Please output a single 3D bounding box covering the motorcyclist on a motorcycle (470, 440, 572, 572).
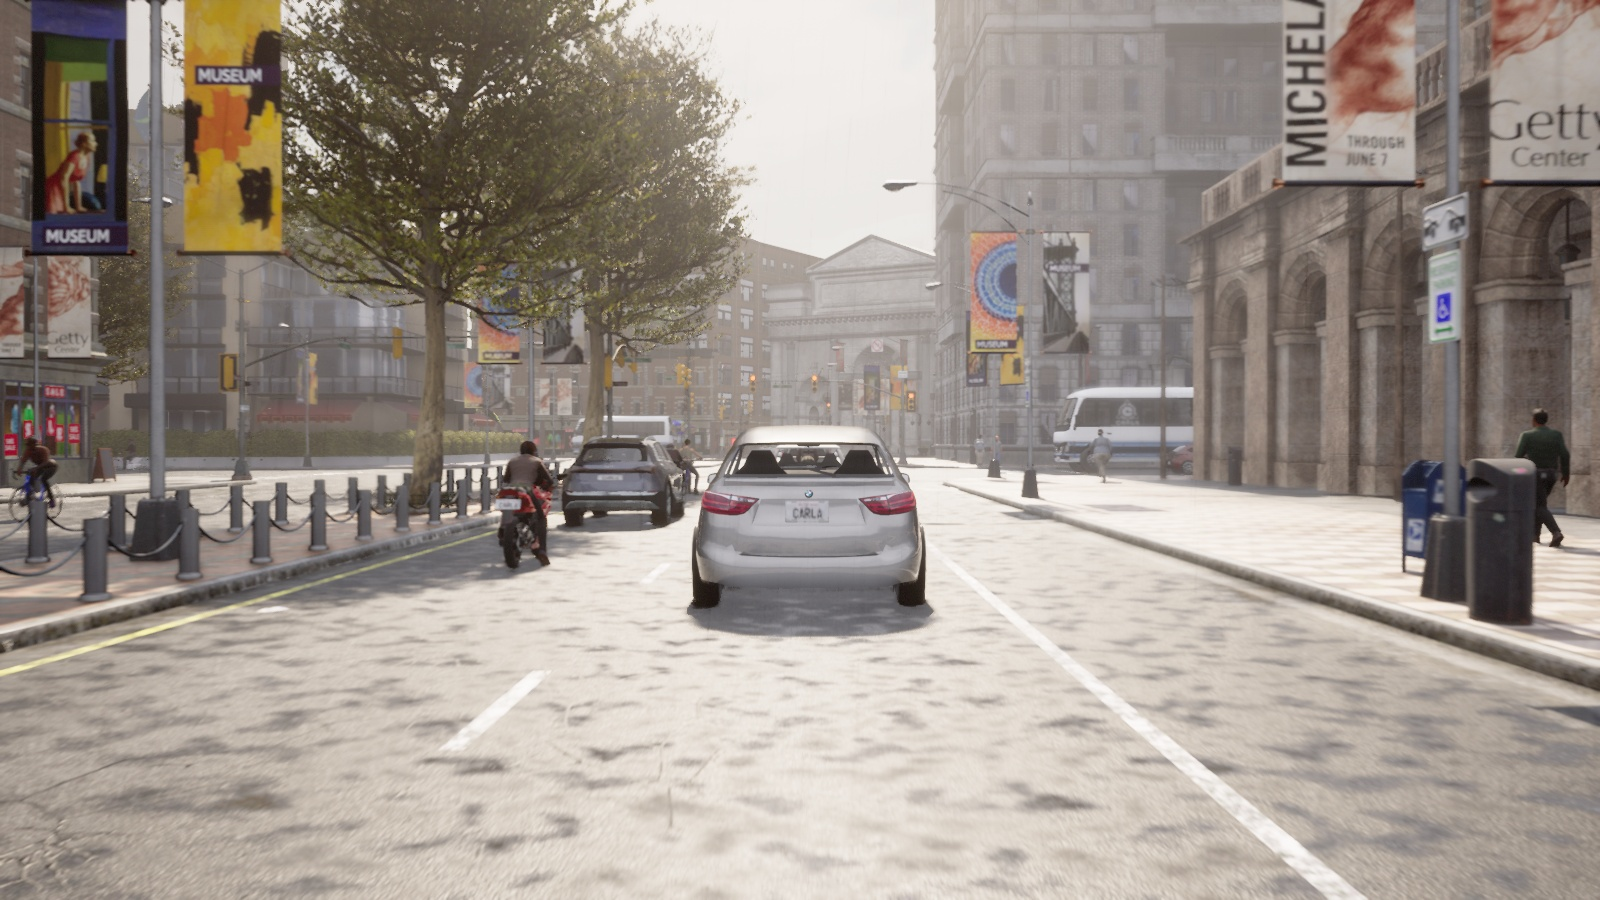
[{"bbox_3d":[-3.397,0.639,15.490,0.797,1.523,2.044,0,0,0],"label":"motorcyclist on a motorcycle"}]

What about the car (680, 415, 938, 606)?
[{"bbox_3d":[0.091,0.516,13.250,2.242,1.667,4.611,0,0,0],"label":"car"}]

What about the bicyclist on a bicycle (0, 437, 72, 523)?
[{"bbox_3d":[-14.848,0.551,24.267,0.582,1.620,1.656,0,1,0],"label":"bicyclist on a bicycle"}]

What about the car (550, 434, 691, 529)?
[{"bbox_3d":[-3.347,0.537,24.372,2.033,1.649,4.856,0,0,0],"label":"car"}]

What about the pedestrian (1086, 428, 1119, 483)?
[{"bbox_3d":[10.243,0.172,42.552,0.874,1.855,0.900,0,0,0],"label":"pedestrian"}]

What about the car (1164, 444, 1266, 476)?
[{"bbox_3d":[19.441,0.443,59.004,4.193,1.474,1.816,0,0,0],"label":"car"}]

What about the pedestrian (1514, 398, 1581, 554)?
[{"bbox_3d":[9.588,0.320,16.133,0.423,1.949,0.788,0,0,4],"label":"pedestrian"}]

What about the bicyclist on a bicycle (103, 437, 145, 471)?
[{"bbox_3d":[-35.508,0.216,66.006,1.843,1.776,0.659,0,0,0],"label":"bicyclist on a bicycle"}]

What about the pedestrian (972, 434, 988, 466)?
[{"bbox_3d":[10.404,0.003,72.443,0.874,1.855,0.900,0,0,6],"label":"pedestrian"}]

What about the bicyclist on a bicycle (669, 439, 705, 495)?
[{"bbox_3d":[-3.319,0.472,36.946,0.866,1.612,1.509,0,0,2],"label":"bicyclist on a bicycle"}]

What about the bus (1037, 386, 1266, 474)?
[{"bbox_3d":[17.306,-0.968,62.497,10.273,4.253,3.944,0,0,0],"label":"bus"}]
